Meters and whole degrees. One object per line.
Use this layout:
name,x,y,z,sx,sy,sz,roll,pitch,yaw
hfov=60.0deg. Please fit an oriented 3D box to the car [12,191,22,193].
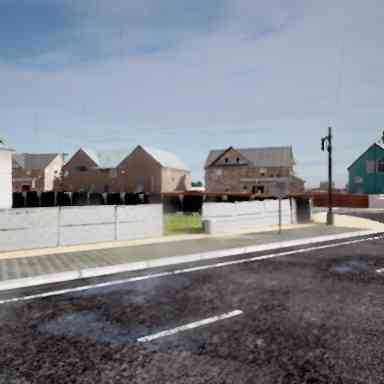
car,-22.403,0.609,41.629,5.008,1.535,1.882,1,1,20
